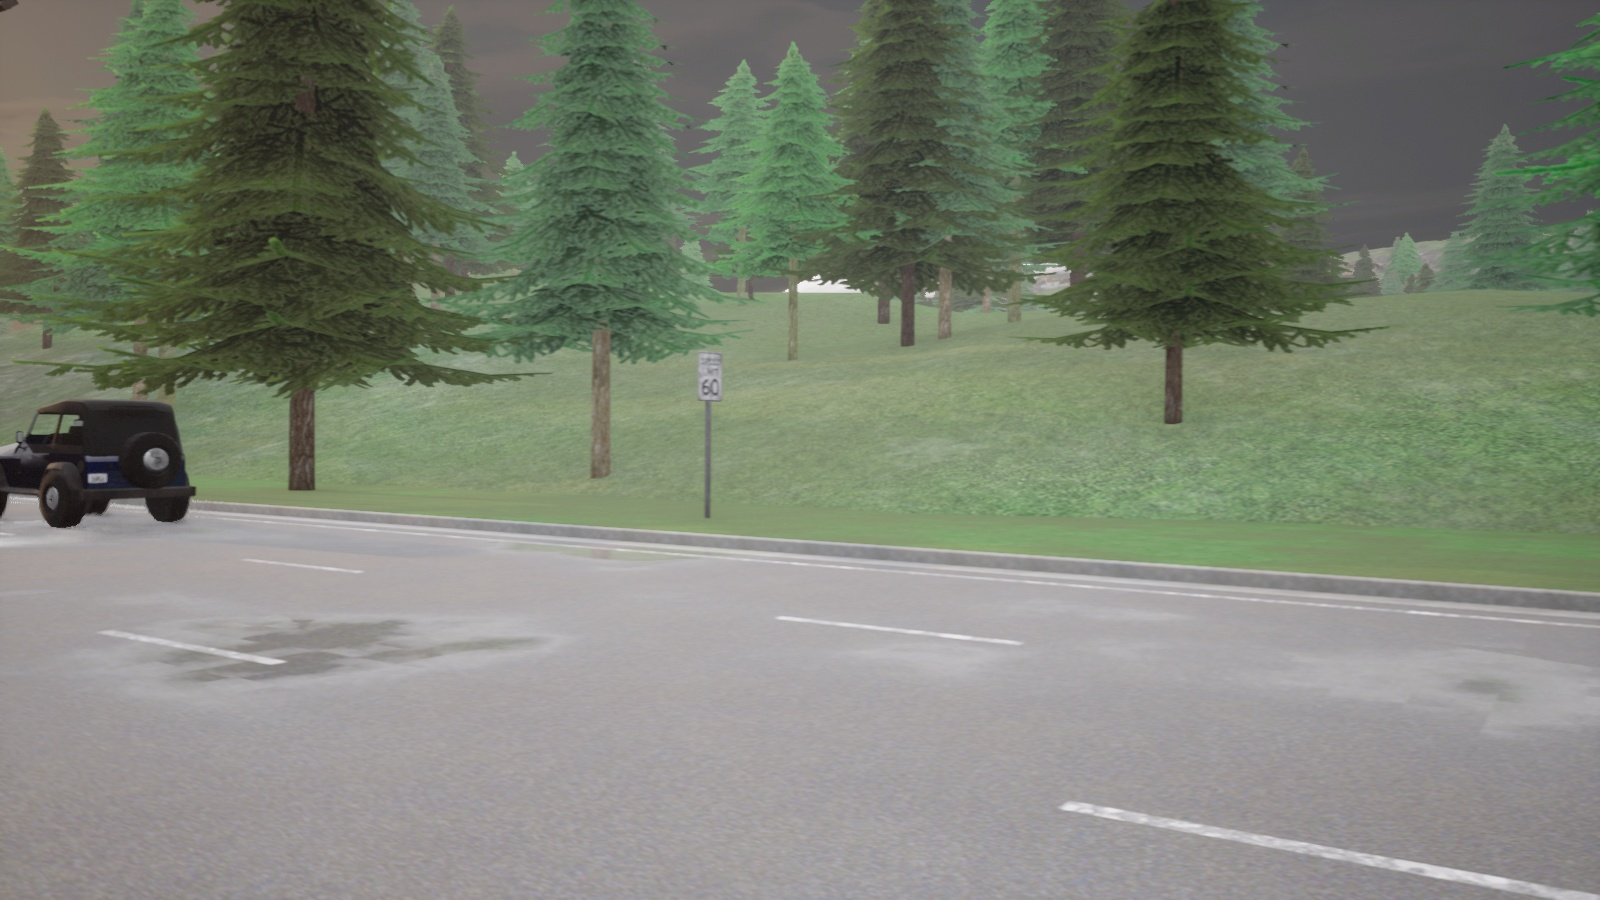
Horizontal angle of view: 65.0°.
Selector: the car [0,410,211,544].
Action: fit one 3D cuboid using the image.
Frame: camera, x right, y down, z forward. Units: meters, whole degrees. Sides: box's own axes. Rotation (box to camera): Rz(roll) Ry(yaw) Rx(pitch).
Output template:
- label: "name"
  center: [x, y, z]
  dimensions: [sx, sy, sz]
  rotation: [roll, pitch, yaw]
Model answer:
- label: "car"
  center: [-11.126, 0.363, 19.416]
  dimensions: [3.866, 1.878, 1.905]
  rotation: [0, 1, 34]
